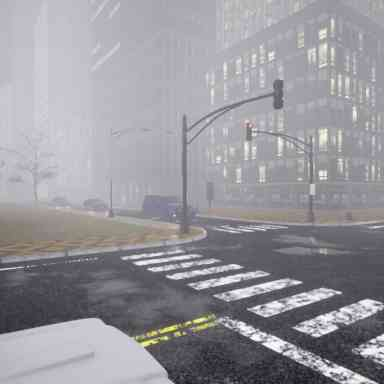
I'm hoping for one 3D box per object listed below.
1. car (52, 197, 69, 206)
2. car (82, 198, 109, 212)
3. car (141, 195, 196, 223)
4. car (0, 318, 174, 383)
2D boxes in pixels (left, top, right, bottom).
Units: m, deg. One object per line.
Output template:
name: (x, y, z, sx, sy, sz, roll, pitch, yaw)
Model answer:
car: (-21.092, 1.512, 53.225, 1.837, 1.490, 4.892, 0, 0, -35)
car: (-11.532, 1.482, 39.547, 1.882, 1.535, 5.008, 0, 0, -35)
car: (-1.965, 1.228, 25.994, 2.150, 2.045, 5.566, 0, 0, -35)
car: (-2.297, 1.601, 1.804, 4.718, 1.301, 1.895, 0, 0, -36)
